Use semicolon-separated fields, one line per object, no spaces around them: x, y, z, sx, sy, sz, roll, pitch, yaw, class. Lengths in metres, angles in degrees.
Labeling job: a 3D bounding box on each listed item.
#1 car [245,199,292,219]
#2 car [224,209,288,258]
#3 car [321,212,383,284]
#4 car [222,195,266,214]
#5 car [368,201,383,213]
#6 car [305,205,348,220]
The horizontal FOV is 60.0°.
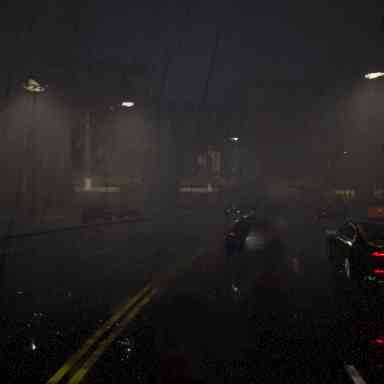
6.844;1.614;28.317;1.837;1.490;4.892;-1;-1;42;car
2.596;1.613;13.179;1.994;1.385;4.181;0;0;17;car
5.130;1.556;9.532;1.837;1.490;4.892;0;0;13;car
5.212;1.333;31.840;2.150;2.045;5.566;0;0;44;car
16.528;1.503;27.774;4.553;1.767;2.097;0;0;-40;car
11.453;1.730;28.062;1.895;1.301;4.718;0;0;45;car
